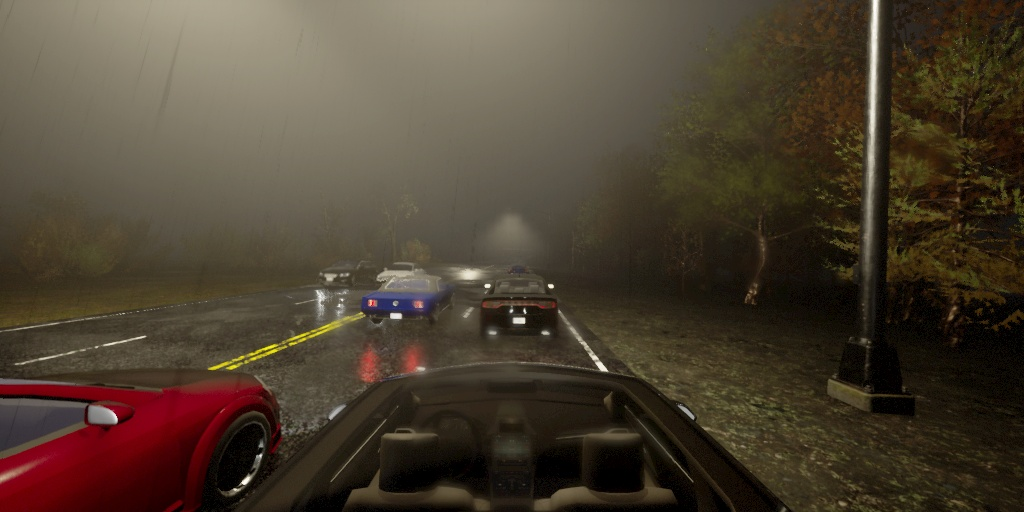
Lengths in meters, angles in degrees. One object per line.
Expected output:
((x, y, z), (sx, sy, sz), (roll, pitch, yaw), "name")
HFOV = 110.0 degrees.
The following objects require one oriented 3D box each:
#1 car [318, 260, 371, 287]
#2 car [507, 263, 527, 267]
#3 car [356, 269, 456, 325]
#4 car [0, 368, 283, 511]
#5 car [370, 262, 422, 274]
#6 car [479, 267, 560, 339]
((-9.574, 0.968, 21.374), (2.128, 1.511, 4.902), (2, 0, 1), "car")
((0.526, 1.296, 30.621), (1.812, 1.442, 4.674), (1, 1, 0), "car")
((-3.016, 1.281, 11.582), (1.895, 1.301, 4.718), (2, 0, 0), "car")
((-3.141, 1.241, 1.631), (1.994, 1.385, 4.181), (2, 0, 1), "car")
((-6.332, 1.101, 21.038), (1.812, 1.442, 4.674), (2, 0, 1), "car")
((0.201, 1.235, 10.164), (1.882, 1.535, 5.008), (0, 0, 1), "car")
